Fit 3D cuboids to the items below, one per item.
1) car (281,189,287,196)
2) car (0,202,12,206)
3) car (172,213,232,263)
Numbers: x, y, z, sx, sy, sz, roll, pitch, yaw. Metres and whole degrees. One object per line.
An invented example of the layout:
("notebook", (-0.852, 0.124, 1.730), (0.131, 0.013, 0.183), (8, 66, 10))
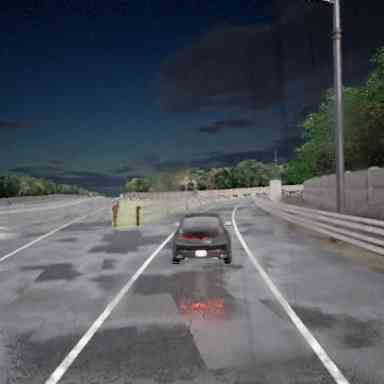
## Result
("car", (23.751, 0.087, 89.483), (2.150, 2.045, 5.566), (-2, 1, 41))
("car", (-44.333, 3.422, 78.733), (2.150, 2.045, 5.566), (-1, -1, -12))
("car", (0.380, 1.501, 11.944), (1.837, 1.490, 4.892), (-1, 0, 3))
